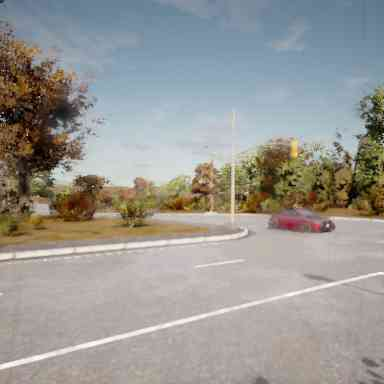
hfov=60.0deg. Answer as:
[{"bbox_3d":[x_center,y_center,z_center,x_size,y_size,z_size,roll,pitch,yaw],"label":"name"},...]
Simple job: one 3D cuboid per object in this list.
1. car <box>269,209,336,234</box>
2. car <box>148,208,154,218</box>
[{"bbox_3d":[6.916,1.802,21.237,1.994,1.385,4.181,1,-1,-33],"label":"car"},{"bbox_3d":[-6.571,2.333,42.168,2.097,1.767,4.553,1,-3,-33],"label":"car"}]
